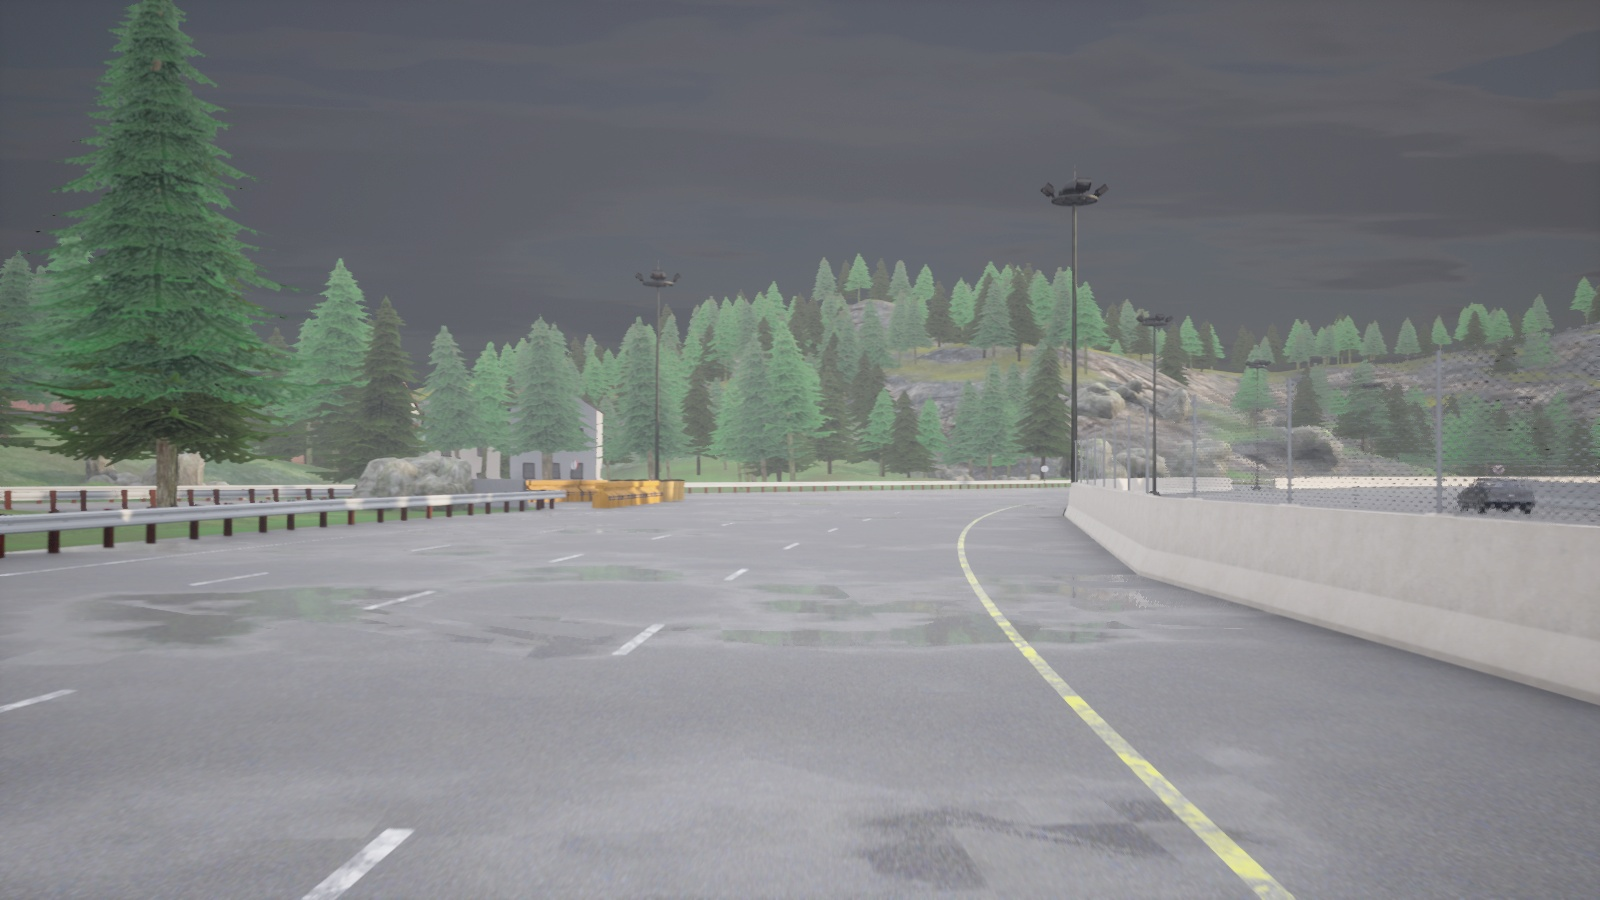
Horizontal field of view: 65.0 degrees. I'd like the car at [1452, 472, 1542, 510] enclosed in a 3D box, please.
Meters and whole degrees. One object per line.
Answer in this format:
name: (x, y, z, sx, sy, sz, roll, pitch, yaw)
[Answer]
car: (27.920, 1.604, 50.493, 2.033, 1.411, 5.357, -1, -1, 16)
